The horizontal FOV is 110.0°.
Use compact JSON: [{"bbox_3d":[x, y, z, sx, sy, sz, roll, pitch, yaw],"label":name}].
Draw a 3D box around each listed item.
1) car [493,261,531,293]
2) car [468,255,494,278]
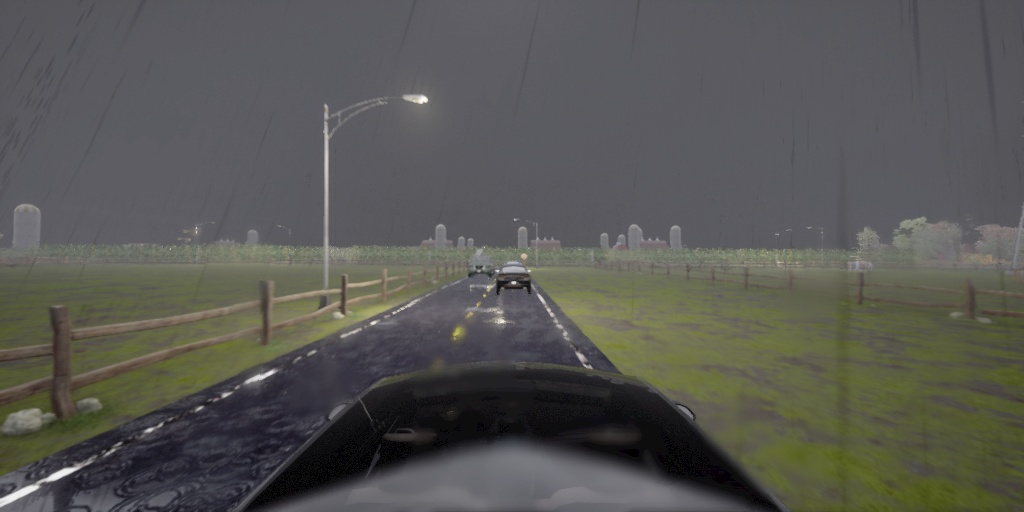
[{"bbox_3d":[0.089,1.227,20.819,1.882,1.535,5.008,0,0,0],"label":"car"},{"bbox_3d":[-2.862,0.966,33.975,2.150,2.045,5.566,0,0,0],"label":"car"}]
